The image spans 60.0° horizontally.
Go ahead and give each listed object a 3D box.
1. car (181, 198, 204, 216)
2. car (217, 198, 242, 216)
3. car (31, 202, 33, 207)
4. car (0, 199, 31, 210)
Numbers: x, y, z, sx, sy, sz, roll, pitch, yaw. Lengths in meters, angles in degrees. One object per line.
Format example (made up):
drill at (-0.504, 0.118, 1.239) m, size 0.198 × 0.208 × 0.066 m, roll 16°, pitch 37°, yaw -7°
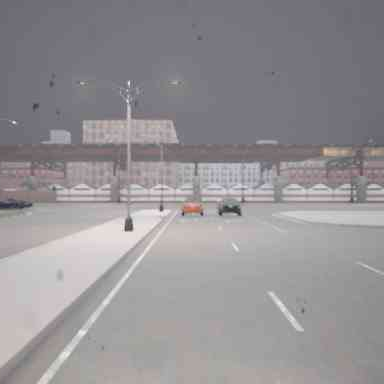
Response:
car at (0.053, 1.360, 32.830) m, size 2.097 × 1.767 × 4.553 m, roll 0°, pitch 0°, yaw 0°
car at (3.599, 1.360, 32.707) m, size 2.097 × 1.767 × 4.553 m, roll 0°, pitch 0°, yaw 1°
car at (-23.812, 1.576, 44.934) m, size 4.181 × 1.385 × 1.994 m, roll 0°, pitch 0°, yaw 0°
car at (-23.252, 1.612, 41.424) m, size 4.718 × 1.301 × 1.895 m, roll 0°, pitch 0°, yaw 0°
